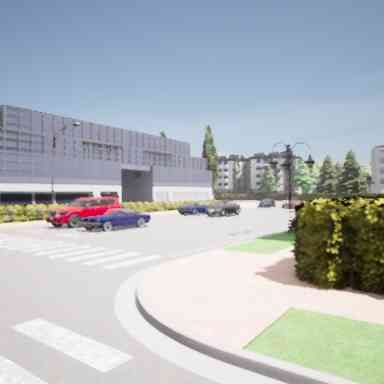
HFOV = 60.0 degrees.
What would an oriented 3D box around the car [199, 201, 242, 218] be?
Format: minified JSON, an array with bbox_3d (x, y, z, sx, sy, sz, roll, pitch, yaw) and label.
[{"bbox_3d":[3.150,1.646,32.824,2.128,1.511,4.902,-1,0,35],"label":"car"}]

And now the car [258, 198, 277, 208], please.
[{"bbox_3d":[11.717,1.719,51.676,1.812,1.442,4.674,0,0,26],"label":"car"}]

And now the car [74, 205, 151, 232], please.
[{"bbox_3d":[-4.847,1.756,21.455,1.895,1.301,4.718,-1,0,34],"label":"car"}]

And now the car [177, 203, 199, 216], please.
[{"bbox_3d":[0.500,1.786,35.128,1.895,1.301,4.718,-1,0,35],"label":"car"}]

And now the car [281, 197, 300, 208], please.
[{"bbox_3d":[14.886,1.509,50.193,2.097,1.767,4.553,-1,0,26],"label":"car"}]

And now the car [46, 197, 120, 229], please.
[{"bbox_3d":[-7.508,1.407,23.847,2.150,2.045,5.566,-1,0,36],"label":"car"}]
